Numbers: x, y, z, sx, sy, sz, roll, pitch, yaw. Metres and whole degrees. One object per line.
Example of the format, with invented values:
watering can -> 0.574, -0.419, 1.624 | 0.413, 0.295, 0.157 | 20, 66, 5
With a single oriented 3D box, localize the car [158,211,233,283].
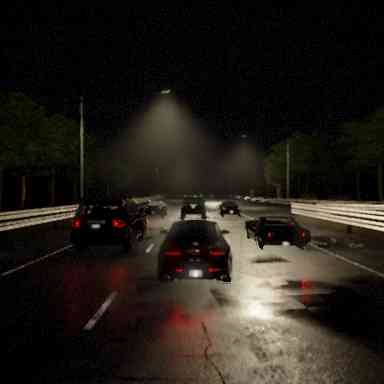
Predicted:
car -> 0.082, 1.563, 9.853 | 1.837, 1.490, 4.892 | 0, 0, 0

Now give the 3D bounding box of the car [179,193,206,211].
car -> 0.113, 1.334, 30.645 | 2.150, 2.045, 5.566 | 0, 0, 0

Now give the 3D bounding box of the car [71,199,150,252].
car -> -3.403, 1.302, 14.489 | 2.150, 2.045, 5.566 | 0, 0, 0

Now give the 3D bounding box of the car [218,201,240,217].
car -> 3.613, 1.637, 32.590 | 1.812, 1.442, 4.674 | 0, 0, 0

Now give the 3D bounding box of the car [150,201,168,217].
car -> -3.389, 1.603, 31.608 | 2.128, 1.511, 4.902 | 0, 0, 0

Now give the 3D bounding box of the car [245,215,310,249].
car -> 3.600, 1.680, 14.940 | 1.895, 1.301, 4.718 | 0, 0, 0
